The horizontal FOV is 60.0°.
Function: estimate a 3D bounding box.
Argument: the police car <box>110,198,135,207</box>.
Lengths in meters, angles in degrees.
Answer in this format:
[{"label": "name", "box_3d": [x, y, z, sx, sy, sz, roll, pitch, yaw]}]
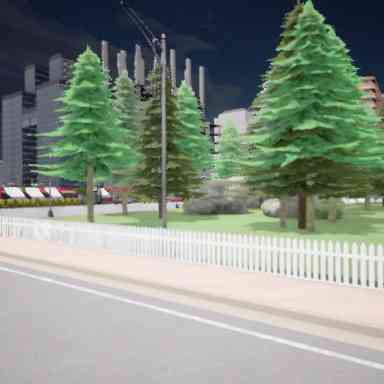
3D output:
[{"label": "police car", "box_3d": [-12.185, 1.733, 58.623, 1.930, 1.638, 5.238, 0, 0, 34]}]

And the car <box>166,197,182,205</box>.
[{"label": "car", "box_3d": [-3.778, 1.495, 64.826, 2.150, 2.045, 5.566, 0, 0, 34]}]
